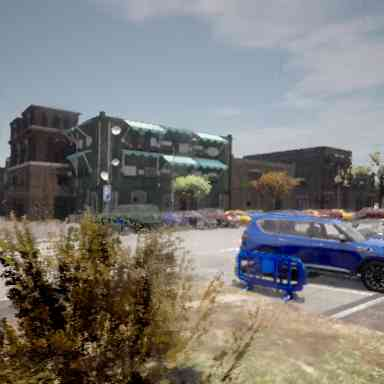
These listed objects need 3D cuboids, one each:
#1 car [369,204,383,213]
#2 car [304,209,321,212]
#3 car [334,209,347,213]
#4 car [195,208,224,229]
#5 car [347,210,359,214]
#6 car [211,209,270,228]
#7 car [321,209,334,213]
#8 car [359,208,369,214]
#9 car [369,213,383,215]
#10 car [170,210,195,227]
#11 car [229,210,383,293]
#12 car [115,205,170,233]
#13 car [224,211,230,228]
[{"bbox_3d":[28.042,3.177,50.803,4.553,1.767,2.185,-1,-2,33],"label":"car"},{"bbox_3d":[11.622,2.768,38.187,5.008,1.535,2.097,-1,-2,33],"label":"car"},{"bbox_3d":[16.327,2.920,41.793,5.008,1.535,2.097,-1,-2,32],"label":"car"},{"bbox_3d":[-0.120,2.387,29.207,4.892,1.521,2.231,-1,-2,33],"label":"car"},{"bbox_3d":[18.513,2.995,43.680,5.366,1.575,1.946,-1,-2,33],"label":"car"},{"bbox_3d":[4.740,2.535,32.707,5.366,1.575,1.946,-1,-2,32],"label":"car"},{"bbox_3d":[13.815,2.843,40.085,5.366,1.575,1.946,-1,-2,33],"label":"car"},{"bbox_3d":[21.048,3.103,45.377,4.792,1.488,2.163,-1,-2,32],"label":"car"},{"bbox_3d":[11.573,2.219,16.768,4.553,1.767,2.185,1,0,33],"label":"car"},{"bbox_3d":[-2.464,2.350,27.405,4.674,1.452,2.002,-1,-2,32],"label":"car"},{"bbox_3d":[4.382,1.860,11.273,5.566,2.045,2.435,1,-1,33],"label":"car"},{"bbox_3d":[-4.838,1.983,25.623,5.566,2.045,2.435,-1,-2,33],"label":"car"},{"bbox_3d":[2.208,2.337,31.025,4.553,1.767,2.185,-1,-2,33],"label":"car"}]
